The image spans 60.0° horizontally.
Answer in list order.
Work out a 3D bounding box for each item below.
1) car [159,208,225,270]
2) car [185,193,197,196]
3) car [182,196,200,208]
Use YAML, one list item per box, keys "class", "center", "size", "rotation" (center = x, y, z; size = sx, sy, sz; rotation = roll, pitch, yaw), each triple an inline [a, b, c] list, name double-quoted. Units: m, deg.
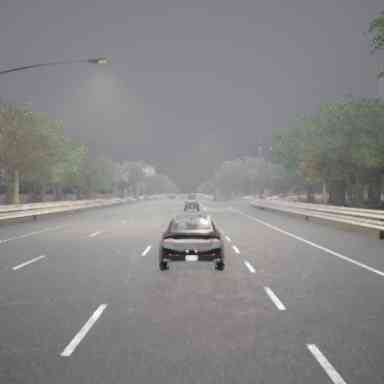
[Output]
- class: "car"
  center: [-0.006, 1.509, 11.075]
  size: [2.128, 1.511, 4.902]
  rotation: [0, 0, 0]
- class: "car"
  center: [-0.025, 1.350, 81.920]
  size: [2.150, 2.045, 5.566]
  rotation: [0, 0, 0]
- class: "car"
  center: [-0.016, 1.590, 42.583]
  size: [1.812, 1.442, 4.674]
  rotation: [0, 0, 0]
